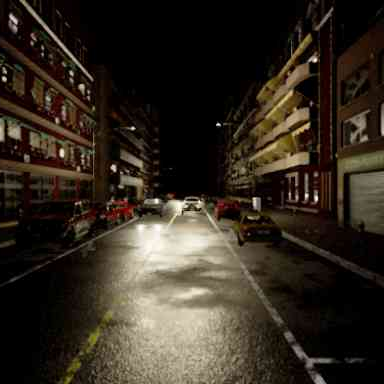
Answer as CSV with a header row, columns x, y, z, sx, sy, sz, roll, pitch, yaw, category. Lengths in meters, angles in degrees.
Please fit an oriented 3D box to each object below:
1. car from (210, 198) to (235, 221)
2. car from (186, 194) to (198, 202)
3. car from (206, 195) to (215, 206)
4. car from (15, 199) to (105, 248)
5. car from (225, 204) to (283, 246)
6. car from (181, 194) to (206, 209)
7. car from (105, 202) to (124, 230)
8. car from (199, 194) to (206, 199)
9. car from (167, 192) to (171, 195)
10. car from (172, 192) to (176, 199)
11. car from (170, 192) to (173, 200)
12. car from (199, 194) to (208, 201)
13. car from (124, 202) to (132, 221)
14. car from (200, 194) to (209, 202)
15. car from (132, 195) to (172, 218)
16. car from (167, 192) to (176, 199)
x,y,z,sx,sy,sz,roll,pitch,yaw,category
2.692,1.444,25.897,1.887,1.381,4.507,0,0,0,car
0.001,1.085,58.205,1.895,1.301,4.718,0,0,0,car
2.692,1.362,48.441,2.008,1.369,4.403,0,0,0,car
-5.688,1.258,14.628,2.192,1.841,5.009,0,0,0,car
2.691,1.468,14.795,1.752,1.417,4.829,0,0,0,car
0.000,1.131,28.674,1.812,1.442,4.674,0,0,0,car
-5.689,1.361,20.264,1.967,1.590,4.097,0,0,0,car
2.693,1.234,87.895,1.802,1.307,4.206,0,0,0,car
-5.688,1.293,65.354,2.008,1.369,4.403,0,0,0,car
-5.688,1.219,82.263,1.887,1.381,4.507,0,0,0,car
-5.688,1.271,70.991,2.008,1.369,4.403,0,0,0,car
2.693,1.263,76.623,1.947,1.339,4.313,0,0,0,car
-5.689,1.444,25.902,1.887,1.381,4.507,0,0,0,car
2.693,1.245,71.156,1.752,1.417,4.829,0,0,0,car
-3.001,1.156,26.086,2.033,1.411,5.357,0,0,0,car
-5.687,0.944,93.535,2.192,1.841,5.009,0,0,0,car
